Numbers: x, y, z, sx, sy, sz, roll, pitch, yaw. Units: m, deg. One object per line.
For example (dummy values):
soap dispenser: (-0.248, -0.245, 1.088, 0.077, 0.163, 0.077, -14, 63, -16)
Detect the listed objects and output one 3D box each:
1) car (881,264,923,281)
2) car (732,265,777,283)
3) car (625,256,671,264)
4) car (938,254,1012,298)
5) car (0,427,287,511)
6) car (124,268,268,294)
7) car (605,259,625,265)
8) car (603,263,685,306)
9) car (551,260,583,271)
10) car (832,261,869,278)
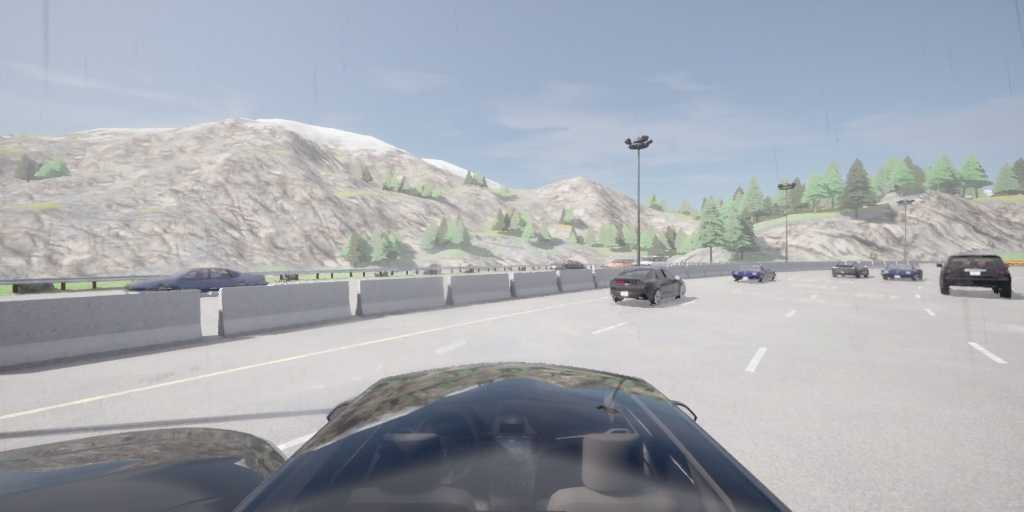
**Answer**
car: (32.321, 1.351, 29.641, 4.718, 1.301, 1.895, 0, 0, -35)
car: (19.219, 1.351, 28.307, 4.718, 1.301, 1.895, 0, 0, -40)
car: (14.995, 0.976, 38.674, 5.566, 2.045, 2.150, 1, 0, -38)
car: (24.207, 0.966, 18.863, 5.566, 2.045, 2.150, 1, -1, -40)
car: (-2.981, 1.255, 0.452, 4.892, 1.490, 1.837, 0, 0, -45)
car: (-15.619, 1.297, 18.093, 2.033, 1.411, 5.357, 0, 0, 39)
car: (12.422, 1.101, 41.097, 4.553, 1.767, 2.097, 0, 0, -38)
car: (6.148, 1.255, 16.051, 1.837, 1.490, 4.892, 0, 0, 43)
car: (7.046, 1.242, 45.733, 4.902, 1.511, 2.128, 0, 0, -39)
car: (31.387, 1.241, 33.249, 4.902, 1.511, 2.128, 0, 0, -35)
